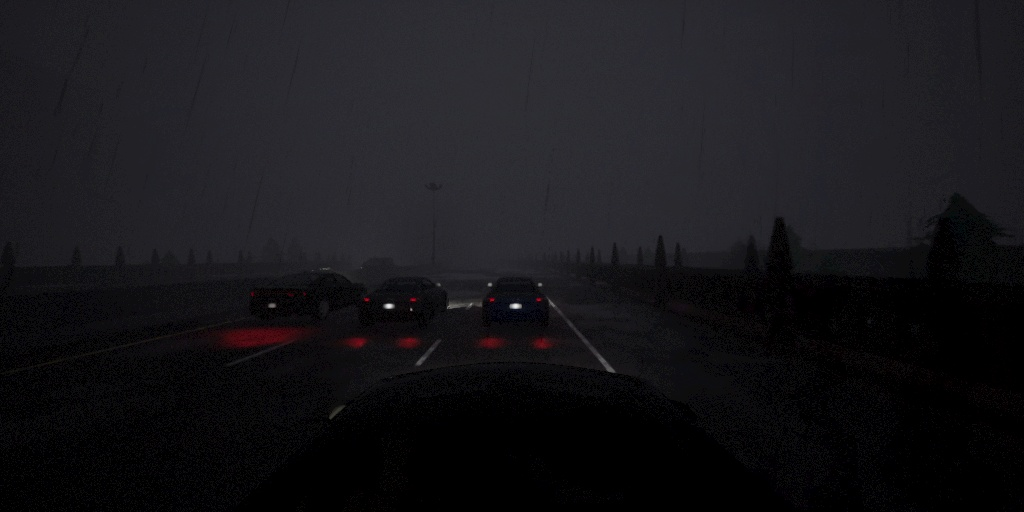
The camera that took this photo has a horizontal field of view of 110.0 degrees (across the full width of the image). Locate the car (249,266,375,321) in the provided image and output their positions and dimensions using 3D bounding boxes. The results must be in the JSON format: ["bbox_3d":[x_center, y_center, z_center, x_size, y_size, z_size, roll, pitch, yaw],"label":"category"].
[{"bbox_3d":[-6.898,1.283,12.786,1.882,1.535,5.008,0,0,0],"label":"car"}]

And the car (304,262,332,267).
[{"bbox_3d":[-21.116,1.442,38.963,1.837,1.490,4.892,0,0,0],"label":"car"}]

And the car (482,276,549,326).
[{"bbox_3d":[0.103,1.365,11.906,1.994,1.385,4.181,0,0,0],"label":"car"}]

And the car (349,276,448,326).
[{"bbox_3d":[-3.397,1.365,11.912,1.994,1.385,4.181,0,0,0],"label":"car"}]

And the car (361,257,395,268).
[{"bbox_3d":[-14.102,1.151,37.836,2.150,2.045,5.566,0,0,0],"label":"car"}]
